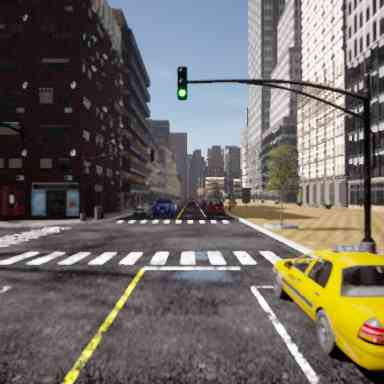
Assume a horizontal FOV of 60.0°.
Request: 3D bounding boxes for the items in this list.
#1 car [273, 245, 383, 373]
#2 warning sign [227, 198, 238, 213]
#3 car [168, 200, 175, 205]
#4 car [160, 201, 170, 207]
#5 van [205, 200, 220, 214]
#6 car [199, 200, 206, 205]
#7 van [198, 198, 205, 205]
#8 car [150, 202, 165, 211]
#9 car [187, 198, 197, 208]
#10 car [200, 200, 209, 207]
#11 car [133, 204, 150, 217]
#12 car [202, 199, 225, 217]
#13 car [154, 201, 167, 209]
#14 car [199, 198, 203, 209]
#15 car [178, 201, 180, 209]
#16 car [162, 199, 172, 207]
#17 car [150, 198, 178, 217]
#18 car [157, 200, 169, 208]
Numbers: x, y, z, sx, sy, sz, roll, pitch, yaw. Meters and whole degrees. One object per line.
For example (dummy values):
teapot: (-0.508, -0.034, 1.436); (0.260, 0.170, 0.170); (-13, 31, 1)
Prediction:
car: (2.685, 1.606, 5.992); (1.752, 1.417, 4.829); (0, -1, 0)
warning sign: (5.061, 1.677, 41.495); (1.300, 1.860, 1.060); (0, -1, 0)
car: (-5.718, 2.875, 93.489); (1.887, 1.381, 4.507); (0, -1, 0)
car: (-5.713, 2.579, 71.386); (1.802, 1.307, 4.206); (0, -1, 0)
van: (2.674, 1.935, 43.760); (1.690, 1.788, 3.998); (0, -1, 0)
car: (2.664, 2.774, 88.136); (1.752, 1.417, 4.829); (0, -1, 0)
van: (2.661, 2.671, 93.494); (1.690, 1.788, 3.998); (0, -1, 0)
car: (-5.708, 2.304, 54.808); (2.008, 1.369, 4.403); (0, -1, 0)
car: (-0.018, 2.437, 67.005); (1.837, 1.490, 4.892); (0, -1, 0)
car: (2.668, 2.542, 71.388); (1.887, 1.381, 4.507); (0, -1, 0)
car: (-5.703, 2.067, 38.230); (2.008, 1.369, 4.403); (0, -1, 0)
car: (2.675, 1.831, 38.235); (2.192, 1.841, 5.009); (0, -1, 0)
car: (-5.710, 2.379, 60.333); (1.887, 1.381, 4.507); (0, -1, 0)
car: (2.669, 2.149, 60.339); (2.192, 1.841, 5.009); (0, -1, 0)
car: (-3.104, 2.183, 48.187); (1.812, 1.442, 4.674); (0, -1, 0)
car: (-5.715, 2.519, 76.914); (1.967, 1.590, 4.097); (0, -1, 0)
car: (-3.114, 1.733, 37.840); (2.150, 2.045, 5.566); (0, -1, 0)
car: (-5.712, 2.356, 65.862); (1.967, 1.590, 4.097); (0, -1, 0)
